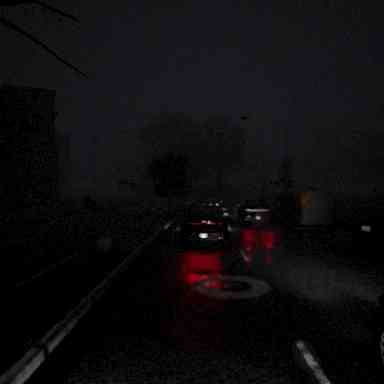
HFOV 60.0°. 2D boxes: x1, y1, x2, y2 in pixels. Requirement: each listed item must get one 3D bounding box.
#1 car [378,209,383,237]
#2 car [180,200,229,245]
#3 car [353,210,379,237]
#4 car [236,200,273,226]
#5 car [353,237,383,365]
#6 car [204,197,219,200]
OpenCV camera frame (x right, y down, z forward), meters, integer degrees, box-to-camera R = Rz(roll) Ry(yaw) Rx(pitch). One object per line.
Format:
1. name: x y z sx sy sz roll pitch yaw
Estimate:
1. car: 8.213 1.368 9.453 4.892 1.521 2.231 1 0 -18
2. car: 0.538 1.313 14.497 1.837 1.490 4.892 0 1 3
3. car: 8.363 1.366 12.416 4.792 1.488 2.163 1 0 -17
4. car: 3.953 1.237 21.393 2.128 1.511 4.902 0 1 4
5. car: 3.161 1.461 2.229 2.128 1.511 4.902 0 1 0
6. car: 1.909 1.163 32.602 2.033 1.411 5.357 1 1 6
